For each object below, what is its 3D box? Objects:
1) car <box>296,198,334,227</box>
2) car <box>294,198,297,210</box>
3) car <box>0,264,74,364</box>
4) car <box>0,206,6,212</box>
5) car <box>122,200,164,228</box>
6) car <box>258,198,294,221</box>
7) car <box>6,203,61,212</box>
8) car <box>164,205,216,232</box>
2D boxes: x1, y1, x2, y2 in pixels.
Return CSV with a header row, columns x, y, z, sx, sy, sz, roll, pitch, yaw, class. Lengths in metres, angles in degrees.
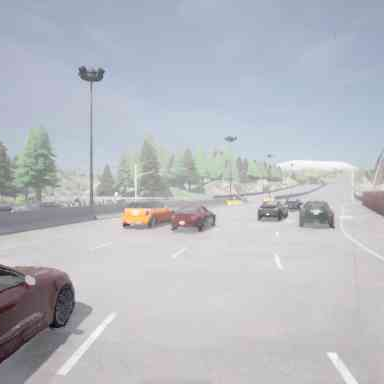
x,y,z,sx,sy,sz,roll,pitch,yaw,class
8.598,1.346,22.844,2.097,1.767,4.553,0,0,22,car
11.897,1.482,38.842,2.128,1.511,4.902,0,0,25,car
-3.104,1.524,4.032,1.812,1.442,4.674,0,0,3,car
-16.689,1.540,25.855,2.033,1.411,5.357,0,0,18,car
-2.794,1.347,22.386,2.097,1.767,4.553,0,0,19,car
6.733,1.485,27.407,2.128,1.511,4.902,0,0,24,car
-12.440,1.557,27.169,1.994,1.385,4.181,0,0,20,car
0.157,1.520,20.331,1.812,1.442,4.674,0,0,17,car
